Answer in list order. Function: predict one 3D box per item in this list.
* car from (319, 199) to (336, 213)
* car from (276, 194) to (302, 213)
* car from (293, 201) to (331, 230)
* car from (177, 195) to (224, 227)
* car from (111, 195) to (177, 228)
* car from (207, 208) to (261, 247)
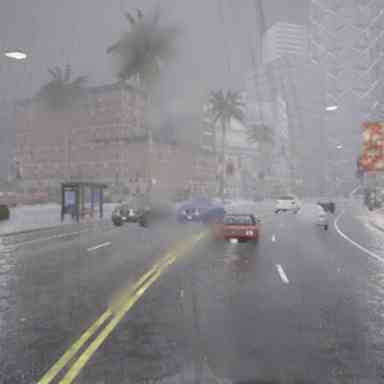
[{"bbox_3d":[15.292,1.568,38.049,1.882,1.535,5.008,0,0,26],"label":"car"},{"bbox_3d":[10.774,1.289,36.803,2.150,2.045,5.566,0,0,26],"label":"car"},{"bbox_3d":[7.891,1.573,21.824,1.812,1.442,4.674,0,0,20],"label":"car"},{"bbox_3d":[0.765,1.235,23.462,2.150,2.045,5.566,0,0,20],"label":"car"},{"bbox_3d":[-3.226,1.215,22.546,2.150,2.045,5.566,0,0,19],"label":"car"},{"bbox_3d":[2.161,1.618,15.180,1.895,1.301,4.718,0,0,13],"label":"car"}]
